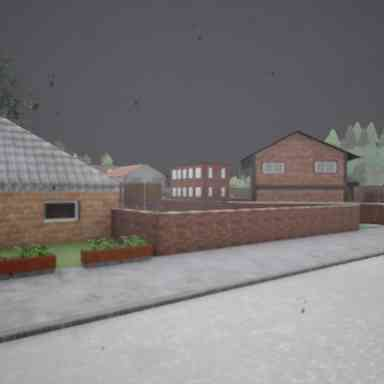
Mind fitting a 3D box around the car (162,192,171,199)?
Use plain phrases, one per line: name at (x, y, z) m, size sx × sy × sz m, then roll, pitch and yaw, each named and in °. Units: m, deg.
car at (-3.668, 0.969, 46.211) m, size 1.905 × 1.878 × 3.866 m, roll 0°, pitch 0°, yaw -35°
